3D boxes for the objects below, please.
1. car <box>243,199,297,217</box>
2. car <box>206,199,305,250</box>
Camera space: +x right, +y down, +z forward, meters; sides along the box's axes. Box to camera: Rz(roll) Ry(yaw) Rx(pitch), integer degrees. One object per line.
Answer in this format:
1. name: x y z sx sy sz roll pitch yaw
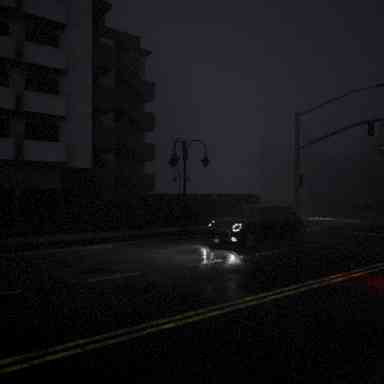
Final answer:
1. car: 7.485 1.491 32.534 2.128 1.511 4.902 0 0 -37
2. car: 2.816 1.352 14.509 4.553 1.767 2.097 0 0 -35
